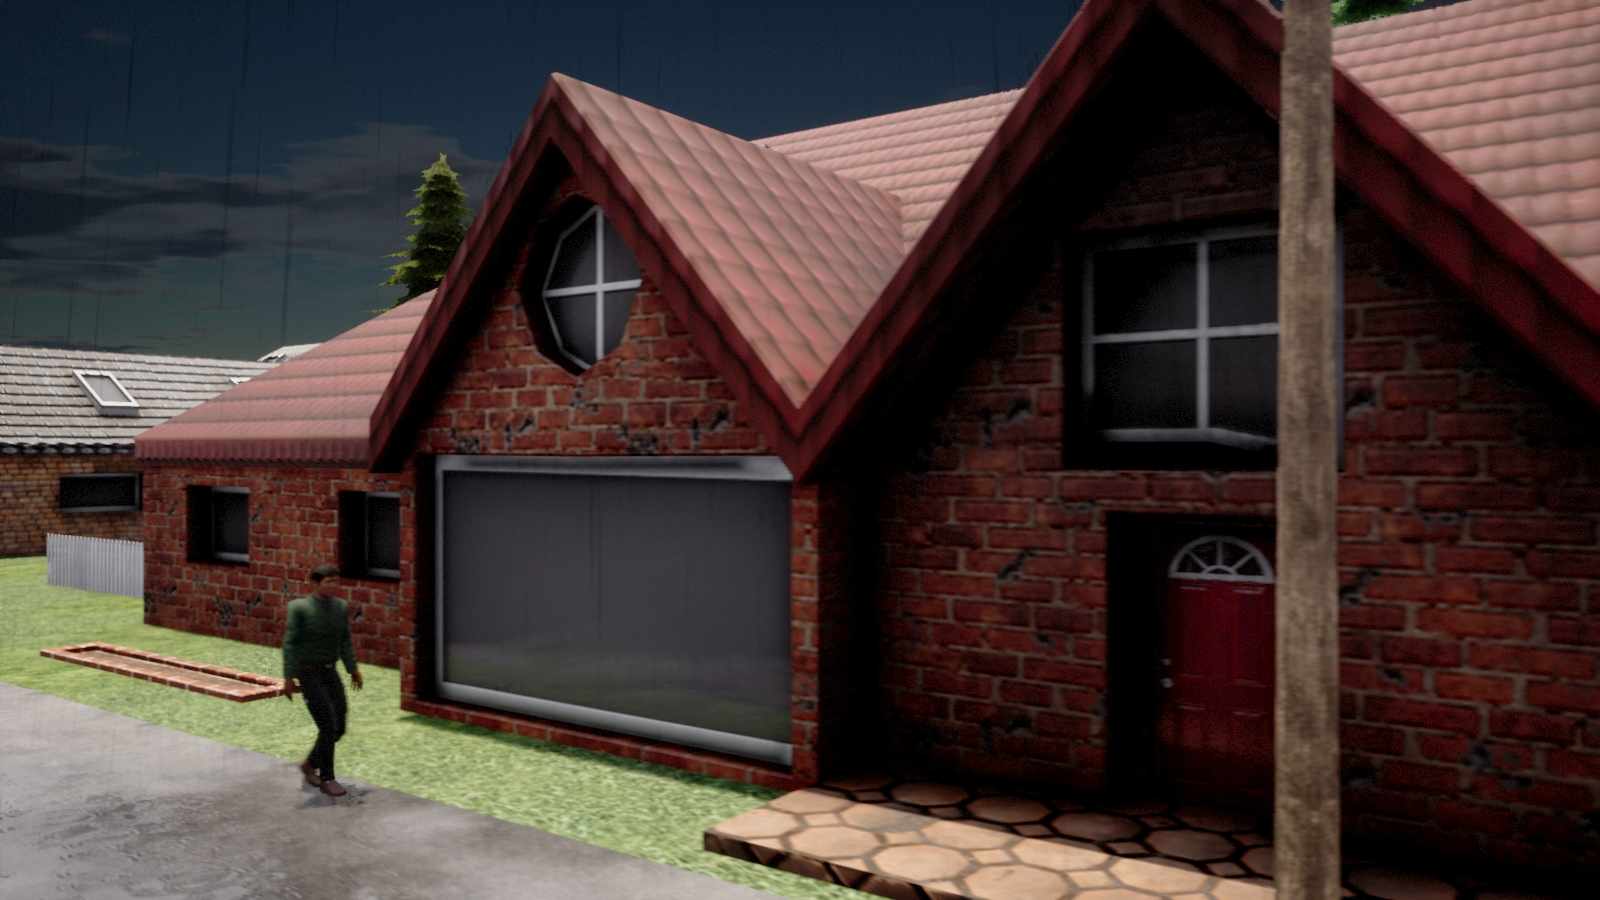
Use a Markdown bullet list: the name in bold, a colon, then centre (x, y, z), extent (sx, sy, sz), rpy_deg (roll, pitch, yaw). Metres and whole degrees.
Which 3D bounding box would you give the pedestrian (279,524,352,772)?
- **pedestrian**: centre (-3.801, 1.525, 8.970), extent (0.375, 1.860, 0.375), rpy_deg (0, 0, 29)
